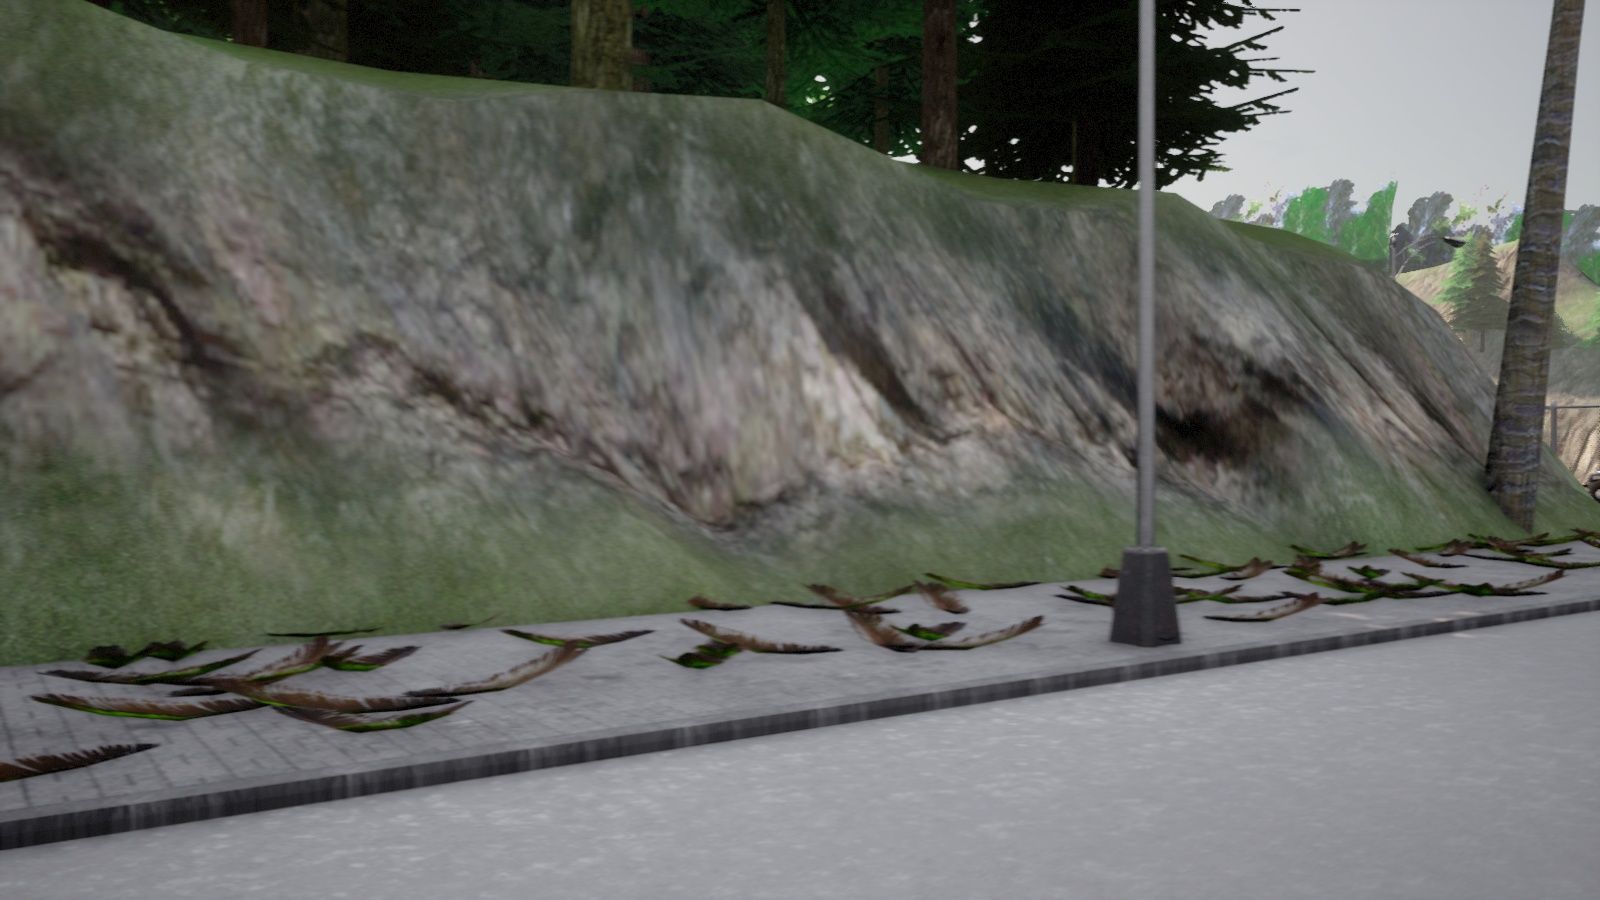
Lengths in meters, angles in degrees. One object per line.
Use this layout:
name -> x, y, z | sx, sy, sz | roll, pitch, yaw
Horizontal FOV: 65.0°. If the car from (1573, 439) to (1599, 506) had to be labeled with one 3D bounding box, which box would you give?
car -> 23.915, 0.633, 34.730 | 1.905, 1.878, 3.866 | 0, 0, -34
